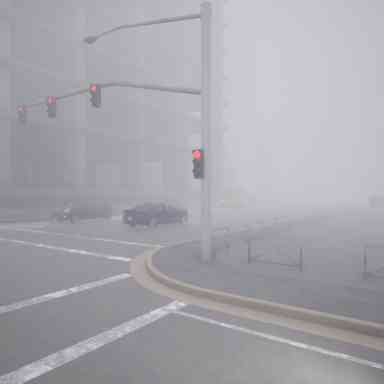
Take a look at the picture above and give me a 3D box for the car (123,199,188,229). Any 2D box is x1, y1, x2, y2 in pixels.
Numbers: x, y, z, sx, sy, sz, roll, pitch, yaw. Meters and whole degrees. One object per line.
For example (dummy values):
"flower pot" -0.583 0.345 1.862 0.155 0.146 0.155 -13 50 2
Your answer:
"car" -2.227 1.422 21.526 1.882 1.535 5.008 0 0 35

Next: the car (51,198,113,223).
"car" -8.343 1.296 25.419 2.097 1.767 4.553 0 0 36

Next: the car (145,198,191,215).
"car" -2.341 1.436 33.884 2.128 1.511 4.902 0 0 35

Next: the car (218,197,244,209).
"car" 5.266 1.422 44.597 1.882 1.535 5.008 0 0 36
